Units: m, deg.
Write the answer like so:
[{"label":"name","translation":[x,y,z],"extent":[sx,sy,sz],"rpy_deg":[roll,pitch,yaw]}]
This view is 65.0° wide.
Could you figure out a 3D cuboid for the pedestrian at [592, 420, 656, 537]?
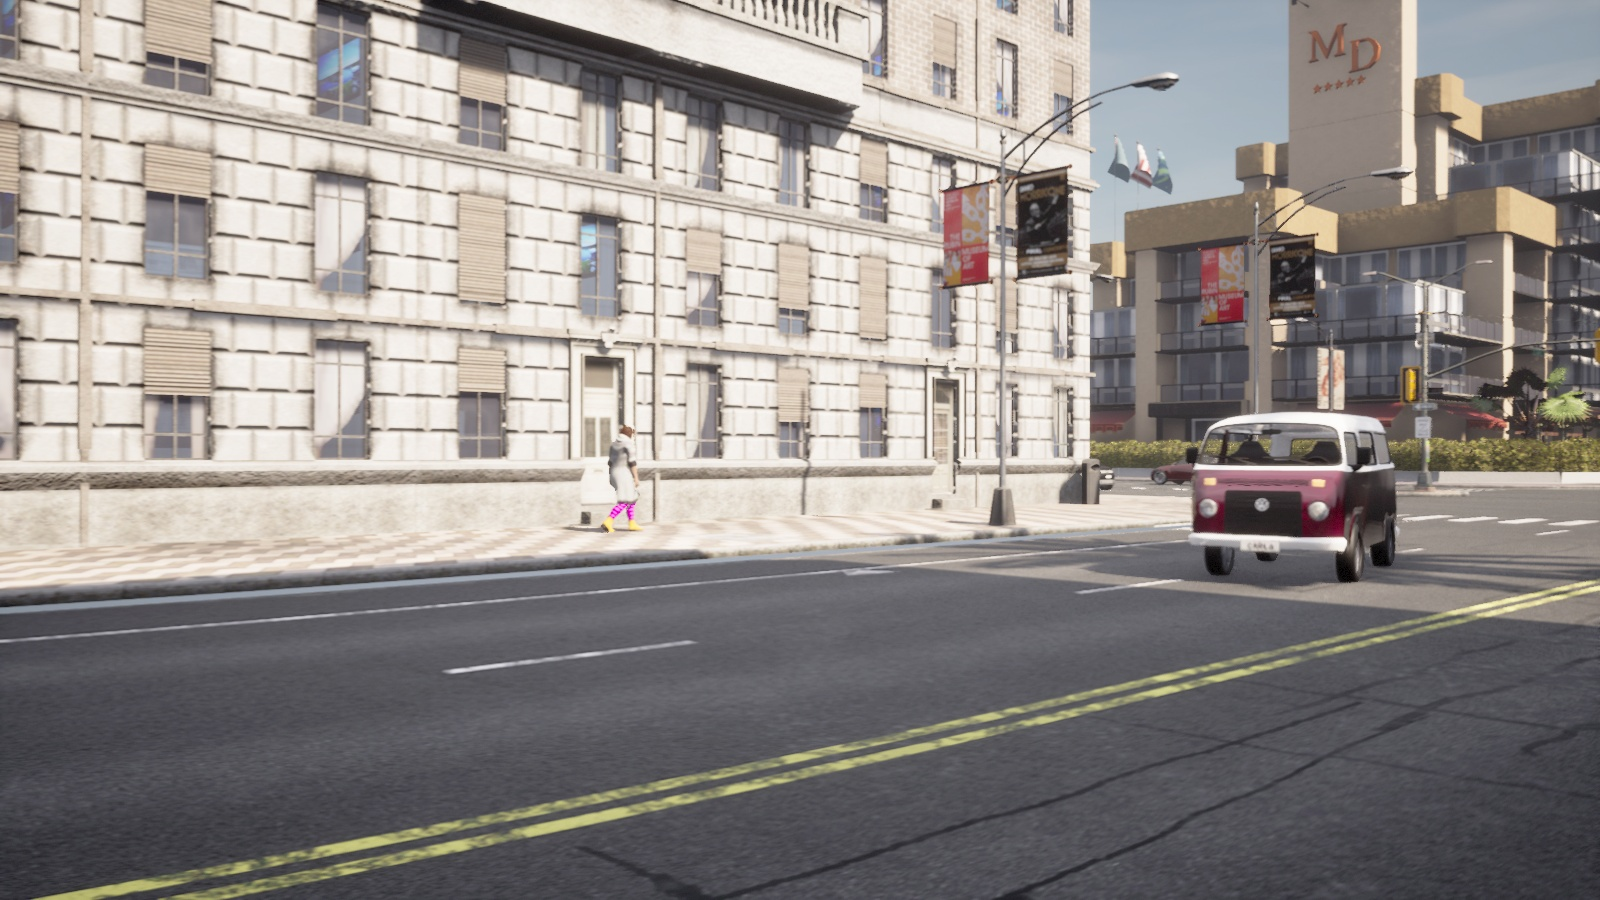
[{"label":"pedestrian","translation":[-2.987,0.473,21.313],"extent":[0.873,1.952,0.659],"rpy_deg":[0,0,-36]}]

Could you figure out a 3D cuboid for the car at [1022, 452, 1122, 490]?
[{"label":"car","translation":[11.327,0.853,52.347],"extent":[1.789,1.549,3.705],"rpy_deg":[0,0,-43]}]

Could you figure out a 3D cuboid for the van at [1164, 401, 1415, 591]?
[{"label":"van","translation":[6.332,0.500,15.906],"extent":[2.069,2.038,4.480],"rpy_deg":[0,0,33]}]

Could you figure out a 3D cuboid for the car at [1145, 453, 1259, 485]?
[{"label":"car","translation":[19.359,0.879,60.592],"extent":[2.163,1.488,4.792],"rpy_deg":[0,0,-43]}]
